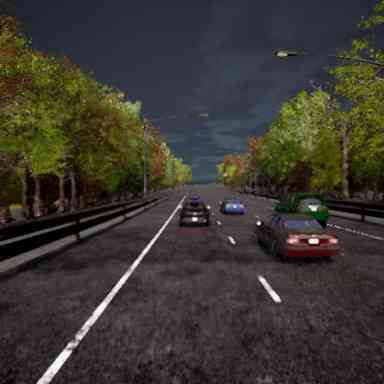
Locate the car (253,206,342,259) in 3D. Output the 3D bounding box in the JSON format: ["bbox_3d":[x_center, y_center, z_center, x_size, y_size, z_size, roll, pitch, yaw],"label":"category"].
[{"bbox_3d":[3.636,1.493,12.419,2.033,1.411,5.357,0,0,0],"label":"car"}]

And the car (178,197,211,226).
[{"bbox_3d":[0.170,1.338,22.126,1.837,1.490,4.892,0,1,0],"label":"car"}]

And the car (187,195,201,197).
[{"bbox_3d":[0.240,1.024,41.756,1.994,1.385,4.181,0,1,0],"label":"car"}]

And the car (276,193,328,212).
[{"bbox_3d":[7.171,1.066,22.206,2.150,2.045,5.566,0,1,0],"label":"car"}]

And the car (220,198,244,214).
[{"bbox_3d":[3.702,1.239,31.207,2.033,1.411,5.357,0,1,0],"label":"car"}]
